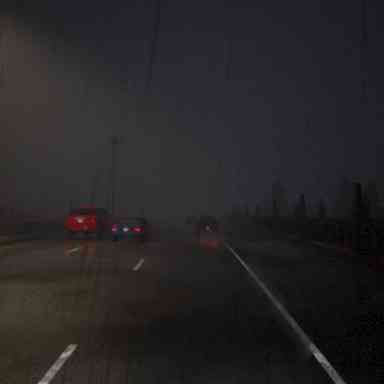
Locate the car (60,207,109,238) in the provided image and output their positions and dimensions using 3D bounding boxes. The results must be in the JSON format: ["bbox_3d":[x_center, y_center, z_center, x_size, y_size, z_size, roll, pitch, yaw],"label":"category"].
[{"bbox_3d":[-6.905,2.087,23.206,2.150,2.045,5.566,0,-4,0],"label":"car"}]

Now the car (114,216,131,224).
[{"bbox_3d":[-13.784,5.474,65.895,2.033,1.411,5.357,0,-4,2],"label":"car"}]

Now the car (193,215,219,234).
[{"bbox_3d":[1.220,2.697,27.721,1.837,1.490,4.892,0,-4,0],"label":"car"}]

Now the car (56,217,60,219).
[{"bbox_3d":[-21.053,4.655,54.161,1.994,1.385,4.181,0,-4,1],"label":"car"}]

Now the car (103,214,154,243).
[{"bbox_3d":[-3.403,2.162,19.643,2.033,1.411,5.357,0,-4,0],"label":"car"}]

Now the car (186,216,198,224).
[{"bbox_3d":[0.033,5.199,62.339,1.812,1.442,4.674,0,-4,5],"label":"car"}]

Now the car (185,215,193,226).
[{"bbox_3d":[0.003,4.176,48.317,1.837,1.490,4.892,0,-4,0],"label":"car"}]
